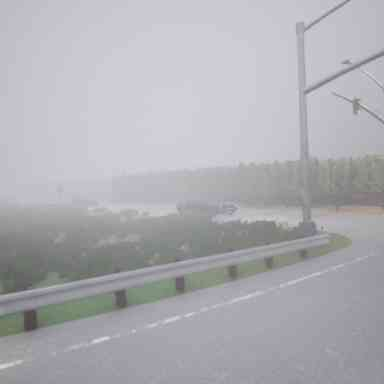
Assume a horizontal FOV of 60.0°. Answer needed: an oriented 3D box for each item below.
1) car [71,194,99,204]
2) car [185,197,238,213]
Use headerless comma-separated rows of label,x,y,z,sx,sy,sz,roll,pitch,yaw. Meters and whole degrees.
car,-12.864,1.045,39.746,1.837,1.490,4.892,-4,2,-41
car,0.992,1.025,23.593,1.895,1.301,4.718,-4,3,-41
